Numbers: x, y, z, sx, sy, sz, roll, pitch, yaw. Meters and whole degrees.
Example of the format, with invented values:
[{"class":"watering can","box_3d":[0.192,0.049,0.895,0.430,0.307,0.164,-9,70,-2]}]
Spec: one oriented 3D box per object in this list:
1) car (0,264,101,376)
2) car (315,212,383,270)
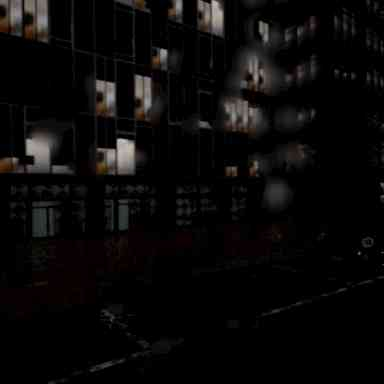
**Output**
[{"class":"car","box_3d":[-3.615,1.529,3.991,4.829,1.417,1.752,0,0,-36]},{"class":"car","box_3d":[5.776,1.388,10.693,4.097,1.590,1.967,0,0,-36]}]
